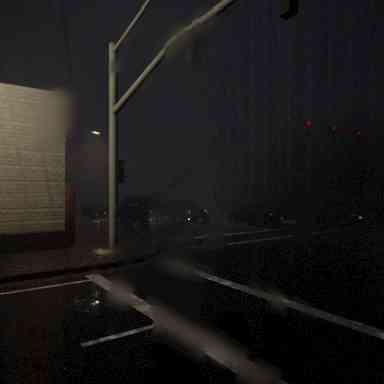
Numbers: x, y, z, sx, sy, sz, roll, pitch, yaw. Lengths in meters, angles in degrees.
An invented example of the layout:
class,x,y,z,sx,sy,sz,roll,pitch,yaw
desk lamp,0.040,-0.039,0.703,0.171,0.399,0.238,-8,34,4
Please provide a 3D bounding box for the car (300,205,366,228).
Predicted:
class,x,y,z,sx,sy,sz,roll,pitch,yaw
car,9.632,1.618,22.973,1.994,1.385,4.181,0,0,-36

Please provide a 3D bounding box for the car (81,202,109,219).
class,x,y,z,sx,sy,sz,roll,pitch,yaw
car,-8.550,1.619,30.013,1.994,1.385,4.181,0,0,-35

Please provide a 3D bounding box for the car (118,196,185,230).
class,x,y,z,sx,sy,sz,roll,pitch,yaw
car,-3.084,1.277,22.348,2.150,2.045,5.566,0,0,-36

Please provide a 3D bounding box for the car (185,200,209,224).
class,x,y,z,sx,sy,sz,roll,pitch,yaw
car,-0.717,1.407,25.061,2.097,1.767,4.553,0,0,-36

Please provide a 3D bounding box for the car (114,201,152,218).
class,x,y,z,sx,sy,sz,roll,pitch,yaw
car,-5.737,1.619,32.089,1.994,1.385,4.181,0,0,-35

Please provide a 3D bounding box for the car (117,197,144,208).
class,x,y,z,sx,sy,sz,roll,pitch,yaw
car,-9.155,1.533,49.206,1.882,1.535,5.008,0,0,-36

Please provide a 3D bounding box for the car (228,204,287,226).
class,x,y,z,sx,sy,sz,roll,pitch,yaw
car,4.621,1.581,23.938,1.812,1.442,4.674,0,0,-36
